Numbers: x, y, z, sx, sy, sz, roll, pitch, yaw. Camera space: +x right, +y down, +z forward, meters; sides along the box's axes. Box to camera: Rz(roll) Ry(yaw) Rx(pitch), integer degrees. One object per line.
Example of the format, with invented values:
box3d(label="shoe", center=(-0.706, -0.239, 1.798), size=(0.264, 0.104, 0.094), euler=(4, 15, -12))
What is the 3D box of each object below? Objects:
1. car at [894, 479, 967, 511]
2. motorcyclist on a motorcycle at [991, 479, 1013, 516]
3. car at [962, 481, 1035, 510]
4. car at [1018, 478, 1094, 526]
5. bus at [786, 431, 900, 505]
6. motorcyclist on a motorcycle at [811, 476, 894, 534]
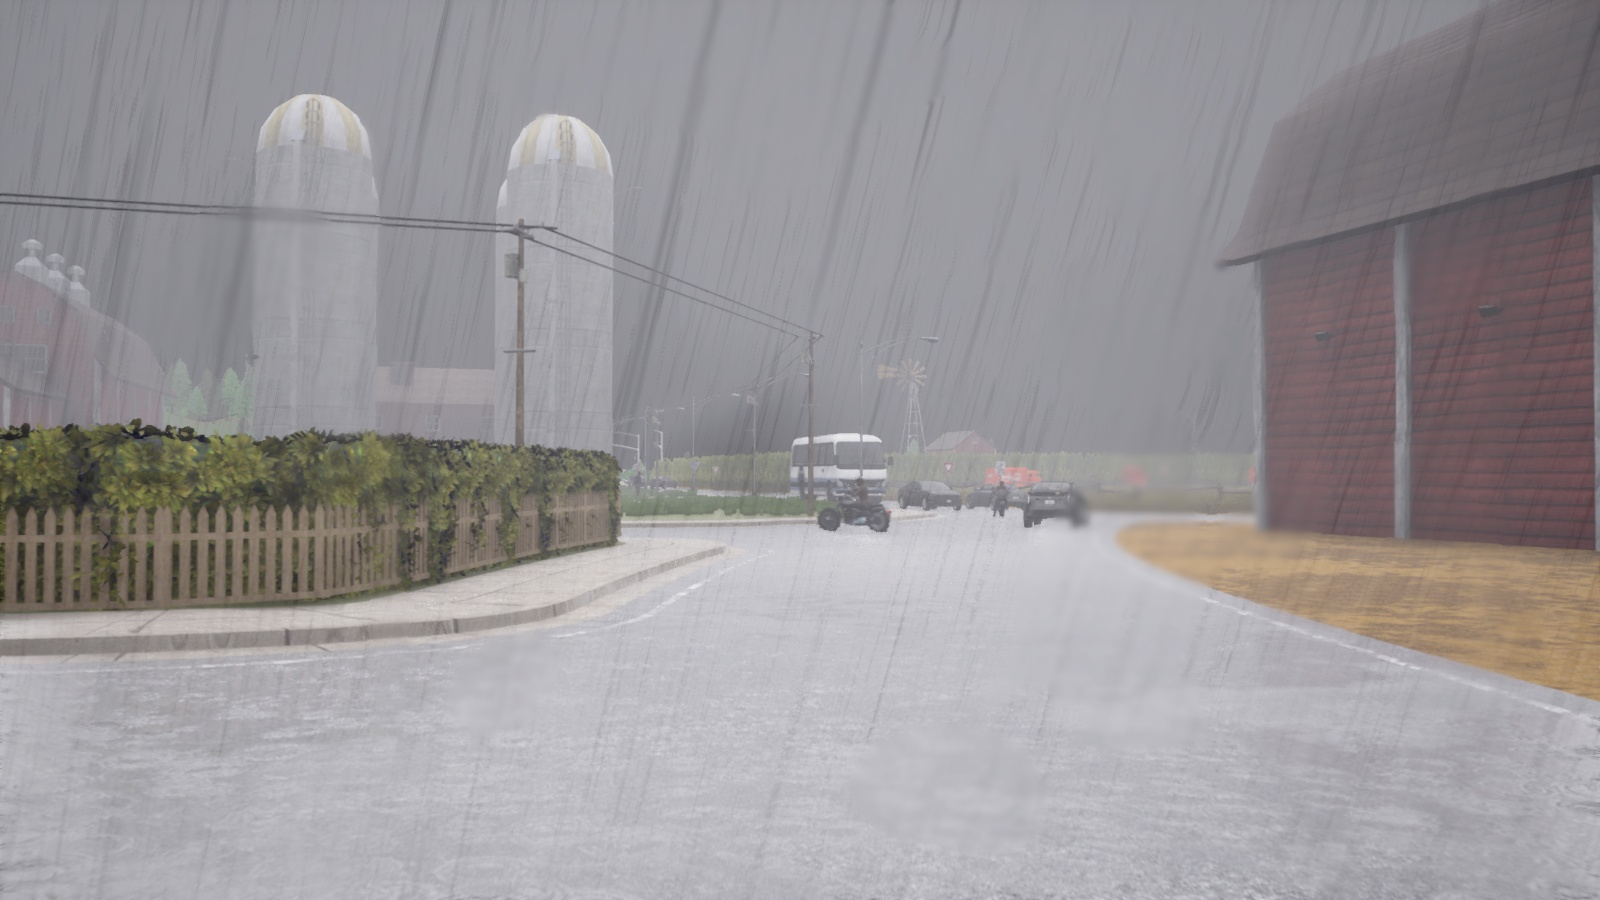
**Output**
box3d(label="car", center=(6.561, 2.220, 63.569), size=(1.882, 1.535, 5.008), euler=(0, -1, -17))
box3d(label="motorcyclist on a motorcycle", center=(8.443, 1.983, 52.591), size=(0.797, 1.523, 2.044), euler=(0, -1, 6))
box3d(label="car", center=(10.065, 2.301, 64.058), size=(1.994, 1.385, 4.181), euler=(0, -1, -18))
box3d(label="car", center=(8.683, 1.713, 42.370), size=(2.007, 1.525, 4.514), euler=(-1, -1, 18))
box3d(label="bus", center=(2.434, 1.151, 77.346), size=(3.944, 4.253, 10.273), euler=(0, -1, -17))
box3d(label="motorcyclist on a motorcycle", center=(1.555, 1.620, 37.224), size=(2.350, 1.649, 0.766), euler=(-1, 0, 29))
